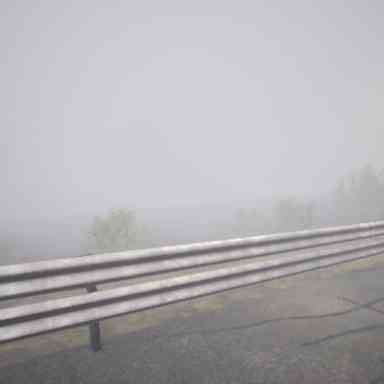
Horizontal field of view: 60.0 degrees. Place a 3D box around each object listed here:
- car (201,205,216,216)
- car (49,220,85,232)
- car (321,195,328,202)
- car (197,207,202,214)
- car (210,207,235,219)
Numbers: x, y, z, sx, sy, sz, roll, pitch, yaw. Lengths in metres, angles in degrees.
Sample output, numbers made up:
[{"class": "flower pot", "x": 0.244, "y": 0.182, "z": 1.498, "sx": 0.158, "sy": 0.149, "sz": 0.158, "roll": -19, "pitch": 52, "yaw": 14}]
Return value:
[{"class": "car", "x": 4.448, "y": 3.015, "z": 50.892, "sx": 4.892, "sy": 1.490, "sz": 1.837, "roll": -4, "pitch": 3, "yaw": -21}, {"class": "car", "x": -17.377, "y": 4.618, "z": 46.340, "sx": 4.718, "sy": 1.301, "sz": 1.895, "roll": -4, "pitch": 3, "yaw": -21}, {"class": "car", "x": 26.758, "y": 1.148, "z": 62.994, "sx": 4.892, "sy": 1.490, "sz": 1.837, "roll": -4, "pitch": 3, "yaw": -20}, {"class": "car", "x": 3.157, "y": 2.937, "z": 54.145, "sx": 4.902, "sy": 1.511, "sz": 2.128, "roll": -4, "pitch": 3, "yaw": -21}, {"class": "car", "x": 5.772, "y": 3.112, "z": 47.653, "sx": 5.357, "sy": 1.411, "sz": 2.033, "roll": -4, "pitch": 3, "yaw": -21}]
